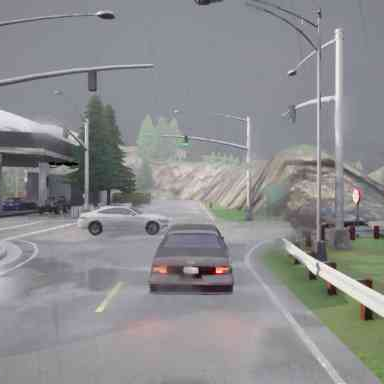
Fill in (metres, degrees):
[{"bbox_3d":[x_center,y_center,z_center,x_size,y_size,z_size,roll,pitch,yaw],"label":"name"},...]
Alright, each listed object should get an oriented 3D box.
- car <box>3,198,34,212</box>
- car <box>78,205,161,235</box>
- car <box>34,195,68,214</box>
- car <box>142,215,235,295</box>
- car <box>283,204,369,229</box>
[{"bbox_3d":[-20.297,1.480,39.464,2.242,1.667,4.611,0,0,-1],"label":"car"},{"bbox_3d":[-3.522,1.415,17.361,4.674,1.442,1.812,0,0,-1],"label":"car"},{"bbox_3d":[-14.583,1.313,35.195,1.905,1.878,3.866,0,0,-1],"label":"car"},{"bbox_3d":[0.036,1.547,8.874,2.033,1.411,5.357,0,0,1],"label":"car"},{"bbox_3d":[6.811,1.358,17.618,2.033,1.411,5.357,0,0,-13],"label":"car"}]
